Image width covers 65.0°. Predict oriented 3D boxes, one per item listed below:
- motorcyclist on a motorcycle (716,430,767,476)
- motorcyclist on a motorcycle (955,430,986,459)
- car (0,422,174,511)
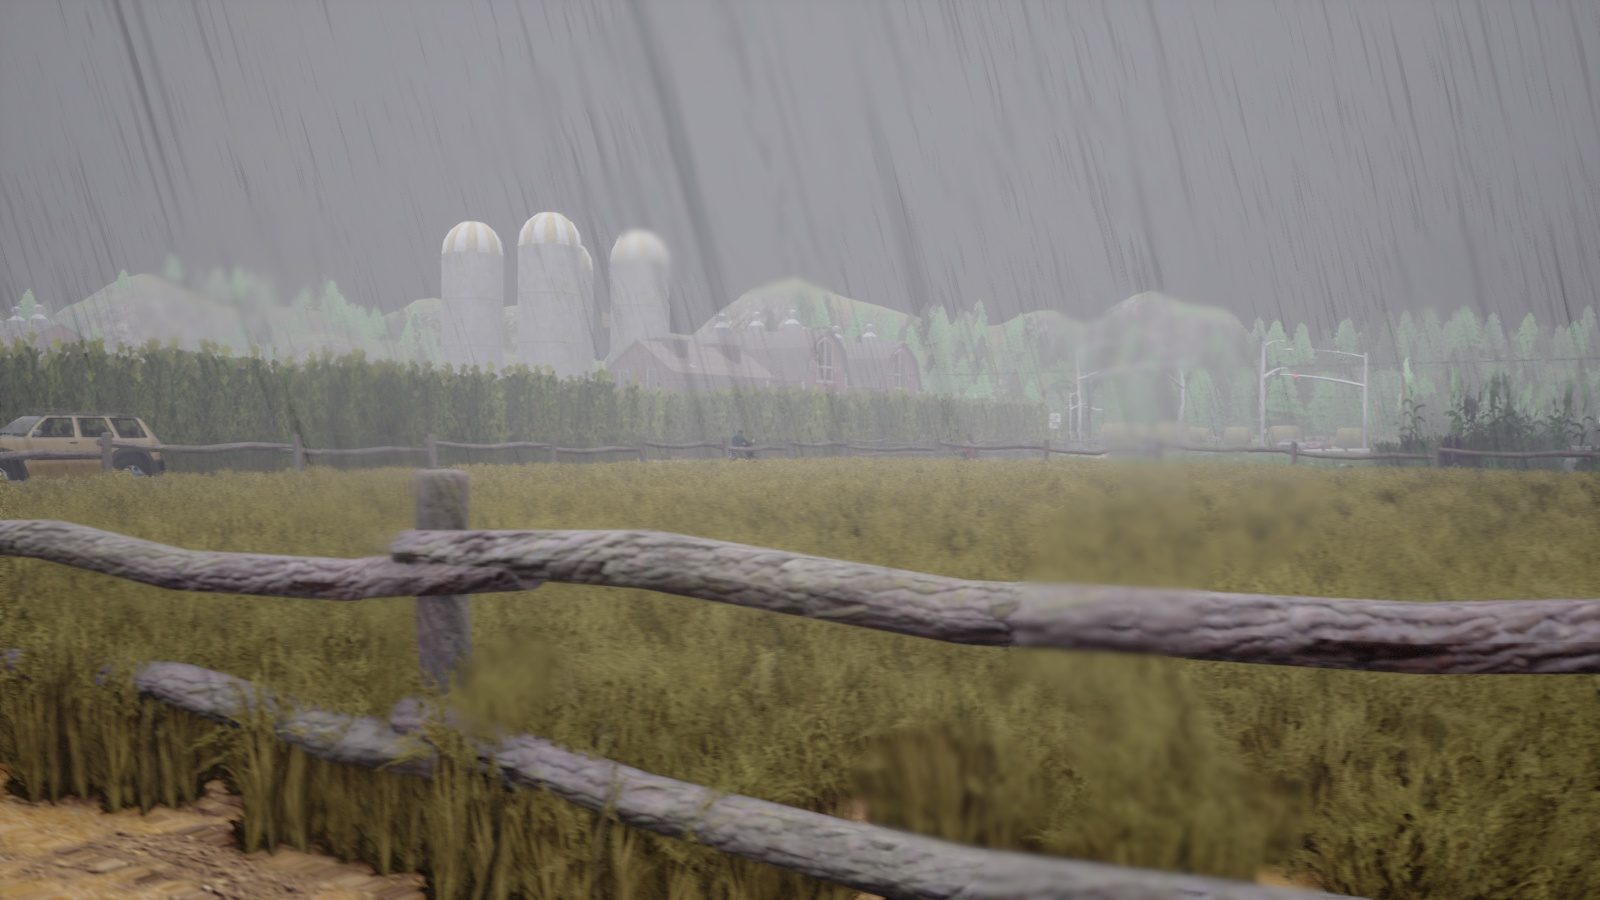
[{"bbox_3d":[-2.063,0.096,44.483,0.866,1.590,1.817,0,1,33],"label":"motorcyclist on a motorcycle"},{"bbox_3d":[9.115,-0.284,67.032,0.797,1.523,2.044,0,1,33],"label":"motorcyclist on a motorcycle"},{"bbox_3d":[-16.706,0.318,27.933,1.932,1.855,4.605,0,1,34],"label":"car"}]
